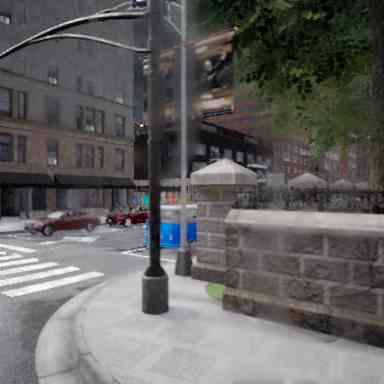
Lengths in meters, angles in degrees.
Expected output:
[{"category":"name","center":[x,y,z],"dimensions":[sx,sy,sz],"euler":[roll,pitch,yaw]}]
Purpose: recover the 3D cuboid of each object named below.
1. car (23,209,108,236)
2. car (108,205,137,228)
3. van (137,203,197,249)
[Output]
[{"category":"car","center":[-7.092,1.615,18.529],"dimensions":[1.802,1.307,4.206],"euler":[0,0,38]},{"category":"car","center":[-3.915,1.591,22.987],"dimensions":[1.887,1.381,4.507],"euler":[0,0,35]},{"category":"van","center":[-0.111,1.374,13.634],"dimensions":[1.690,1.788,3.998],"euler":[0,0,35]}]
